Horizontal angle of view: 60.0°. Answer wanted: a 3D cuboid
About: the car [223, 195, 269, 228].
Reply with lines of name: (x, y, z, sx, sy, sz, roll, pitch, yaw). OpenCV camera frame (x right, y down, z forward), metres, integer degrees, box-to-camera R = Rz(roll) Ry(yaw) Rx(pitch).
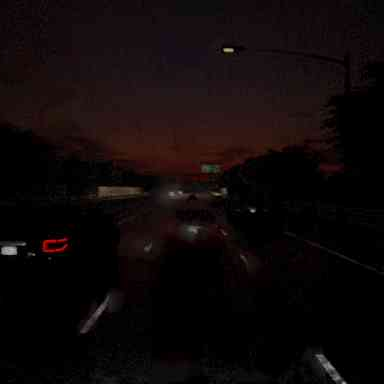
car: (3.615, 1.211, 22.408, 2.150, 2.045, 5.566, 0, 0, 0)

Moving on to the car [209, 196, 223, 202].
car: (3.630, 1.298, 48.423, 2.097, 1.767, 4.553, 0, 0, 0)

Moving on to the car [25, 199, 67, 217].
car: (-13.985, 1.493, 32.221, 1.837, 1.490, 4.892, 0, 0, 0)

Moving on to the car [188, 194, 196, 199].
car: (0.086, 1.254, 93.118, 2.128, 1.511, 4.902, 0, 0, 0)

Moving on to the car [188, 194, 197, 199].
car: (0.049, 1.317, 77.975, 1.837, 1.490, 4.892, 0, 0, 0)

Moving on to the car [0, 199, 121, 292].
car: (-3.494, 1.221, 9.056, 2.150, 2.045, 5.566, 0, 0, 0)

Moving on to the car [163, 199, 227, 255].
car: (0.026, 1.349, 13.429, 2.097, 1.767, 4.553, 0, 0, 0)
